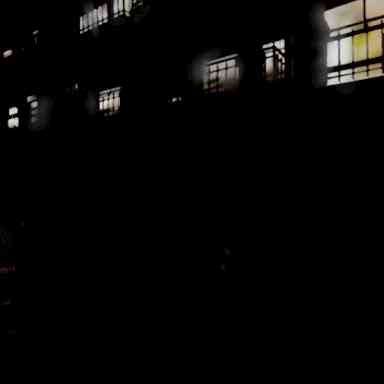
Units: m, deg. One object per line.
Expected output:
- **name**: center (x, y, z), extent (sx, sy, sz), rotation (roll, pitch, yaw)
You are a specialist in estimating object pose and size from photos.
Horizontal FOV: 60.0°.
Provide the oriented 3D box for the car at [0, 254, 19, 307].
- **car**: center (-5.122, 1.429, 6.410), extent (4.507, 1.381, 1.887), rotation (1, -1, 36)
